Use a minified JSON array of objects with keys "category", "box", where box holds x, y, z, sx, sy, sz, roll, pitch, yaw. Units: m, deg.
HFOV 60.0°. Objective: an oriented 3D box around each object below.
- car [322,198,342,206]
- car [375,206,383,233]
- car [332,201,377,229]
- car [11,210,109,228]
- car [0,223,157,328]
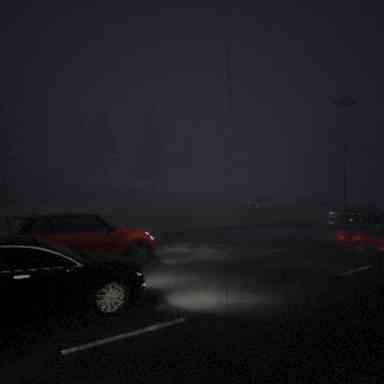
[{"category":"car","box":[18.603,1.400,44.056,1.812,1.442,4.674,0,0,42]},{"category":"car","box":[11.793,1.587,17.770,4.674,1.442,1.812,0,0,-41]},{"category":"car","box":[11.772,1.571,22.432,4.902,1.511,2.128,0,0,-42]},{"category":"car","box":[-3.324,1.395,10.109,4.553,1.767,2.097,0,0,-36]},{"category":"car","box":[-3.183,1.532,5.866,4.892,1.490,1.837,0,0,-35]}]
